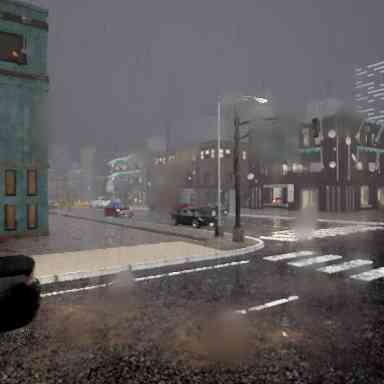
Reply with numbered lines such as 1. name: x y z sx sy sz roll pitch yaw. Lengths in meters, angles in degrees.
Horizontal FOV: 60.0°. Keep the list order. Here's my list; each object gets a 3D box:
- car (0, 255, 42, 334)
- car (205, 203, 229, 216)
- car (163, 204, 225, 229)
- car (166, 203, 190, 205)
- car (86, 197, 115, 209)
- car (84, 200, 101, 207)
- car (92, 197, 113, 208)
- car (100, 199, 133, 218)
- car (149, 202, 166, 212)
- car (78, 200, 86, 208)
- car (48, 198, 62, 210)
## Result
1. car: -4.702 1.475 4.329 5.008 1.535 1.882 0 0 -35
2. car: 2.171 1.853 35.812 2.008 1.369 4.403 -1 0 -35
3. car: 0.057 1.841 24.089 1.947 1.339 4.313 -1 0 -35
4. car: -1.029 1.947 40.329 1.802 1.307 4.206 -1 0 -35
5. car: -15.574 1.845 56.384 2.150 2.045 5.566 -1 0 -35
6. car: -20.228 2.270 67.427 1.887 1.381 4.507 -1 0 -35
7. car: -17.034 1.983 62.910 2.192 1.841 5.009 -1 0 -35
8. car: -7.869 1.873 35.482 1.967 1.590 4.097 -1 0 -35
9. car: -4.228 2.009 44.845 1.802 1.307 4.206 -1 0 -35
10. car: -21.704 2.213 65.042 1.882 1.535 5.008 -1 0 -35
11. car: -23.767 2.259 57.926 1.752 1.417 4.829 -1 0 -35
